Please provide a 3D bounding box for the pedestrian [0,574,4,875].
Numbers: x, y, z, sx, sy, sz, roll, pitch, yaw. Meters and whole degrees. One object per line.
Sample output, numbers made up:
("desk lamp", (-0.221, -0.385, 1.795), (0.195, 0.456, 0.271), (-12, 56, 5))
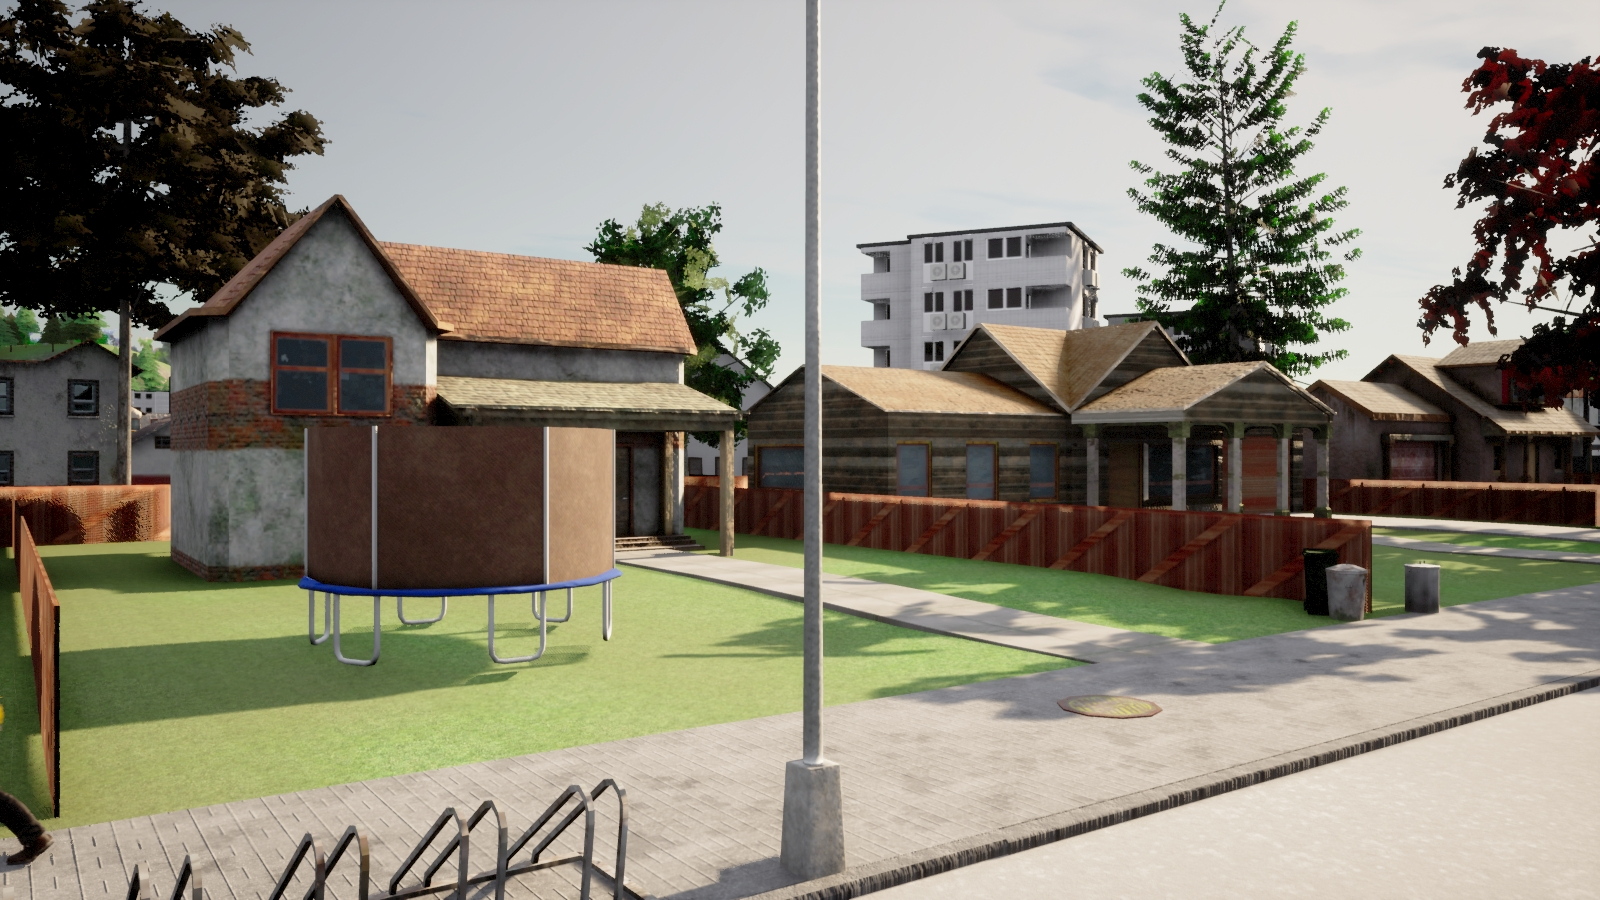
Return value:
("pedestrian", (-5.285, 1.744, 7.252), (0.375, 1.860, 0.375), (0, 0, -35))
